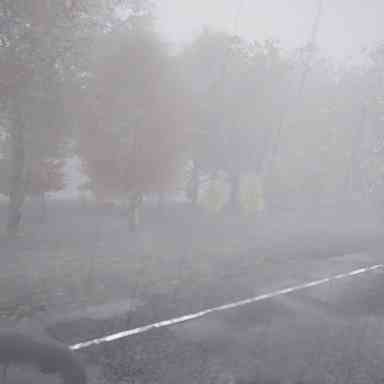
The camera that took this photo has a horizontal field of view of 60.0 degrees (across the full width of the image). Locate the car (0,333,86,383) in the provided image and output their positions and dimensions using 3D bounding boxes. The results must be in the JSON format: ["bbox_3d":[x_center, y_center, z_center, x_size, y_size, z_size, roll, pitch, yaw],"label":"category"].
[{"bbox_3d":[-2.909,1.527,1.670,4.674,1.442,1.812,0,0,-36],"label":"car"}]
